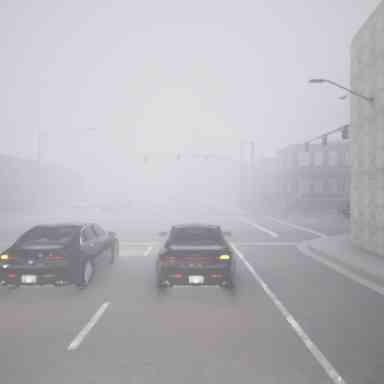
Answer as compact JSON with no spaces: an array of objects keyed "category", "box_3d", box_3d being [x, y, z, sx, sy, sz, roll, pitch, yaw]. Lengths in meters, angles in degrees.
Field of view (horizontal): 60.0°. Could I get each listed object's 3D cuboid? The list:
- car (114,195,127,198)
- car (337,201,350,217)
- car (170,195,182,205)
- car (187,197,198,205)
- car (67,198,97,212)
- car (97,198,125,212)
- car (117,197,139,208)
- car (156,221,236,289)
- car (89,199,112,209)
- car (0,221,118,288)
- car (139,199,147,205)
[{"category":"car","box_3d":[-13.900,1.628,65.203,2.150,2.045,5.566,0,0,1]},{"category":"car","box_3d":[14.870,0.938,27.178,5.566,2.045,2.150,-5,0,0]},{"category":"car","box_3d":[-3.377,1.649,67.887,2.150,2.045,5.566,0,0,0]},{"category":"car","box_3d":[0.123,1.780,67.825,2.097,1.767,4.553,0,0,0]},{"category":"car","box_3d":[-14.035,1.616,42.066,2.097,1.767,4.553,0,0,0]},{"category":"car","box_3d":[-10.558,1.819,43.234,2.033,1.411,5.357,0,0,-2]},{"category":"car","box_3d":[-10.497,1.885,53.715,2.033,1.411,5.357,0,0,0]},{"category":"car","box_3d":[0.101,1.566,9.343,1.837,1.490,4.892,0,0,0]},{"category":"car","box_3d":[-14.000,1.813,51.210,2.128,1.511,4.902,0,0,0]},{"category":"car","box_3d":[-3.406,1.566,9.375,1.837,1.490,4.892,0,0,0]},{"category":"car","box_3d":[-10.393,2.022,66.969,1.895,1.301,4.718,0,0,1]}]
